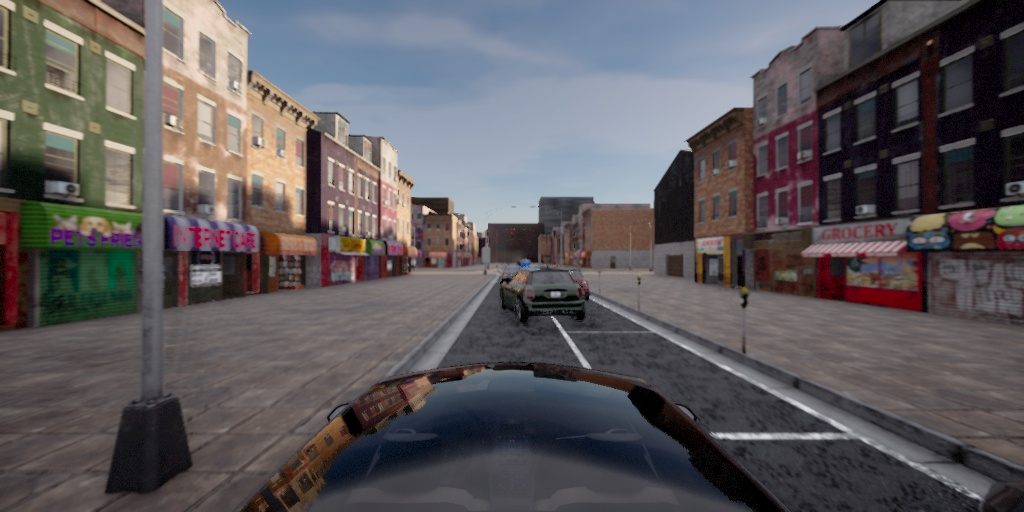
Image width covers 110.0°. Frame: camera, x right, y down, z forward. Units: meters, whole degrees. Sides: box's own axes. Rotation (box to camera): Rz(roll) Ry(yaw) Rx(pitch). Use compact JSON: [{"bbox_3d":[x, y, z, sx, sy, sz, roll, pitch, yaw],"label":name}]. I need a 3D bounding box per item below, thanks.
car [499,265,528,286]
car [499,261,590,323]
[{"bbox_3d":[0.104,1.466,28.349,2.033,1.411,5.357,0,0,0],"label":"car"},{"bbox_3d":[0.878,1.169,12.716,2.097,1.767,4.553,0,0,-12],"label":"car"}]
